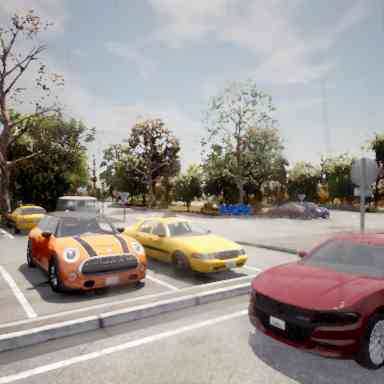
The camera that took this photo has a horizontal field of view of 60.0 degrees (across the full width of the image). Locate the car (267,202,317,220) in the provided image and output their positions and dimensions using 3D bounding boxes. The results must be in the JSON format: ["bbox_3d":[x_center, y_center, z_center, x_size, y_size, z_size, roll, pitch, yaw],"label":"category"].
[{"bbox_3d":[9.626,1.926,33.256,2.002,1.452,4.674,2,-1,-36],"label":"car"}]

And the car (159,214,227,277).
[{"bbox_3d":[-0.559,1.500,10.670,1.946,1.575,5.366,1,0,-36],"label":"car"}]

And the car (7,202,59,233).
[{"bbox_3d":[-9.667,1.484,19.691,1.946,1.575,5.366,1,0,-36],"label":"car"}]

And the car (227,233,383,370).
[{"bbox_3d":[3.180,1.507,5.923,5.008,1.535,1.882,1,0,-35],"label":"car"}]

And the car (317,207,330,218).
[{"bbox_3d":[12.179,1.838,35.142,2.185,1.767,4.553,2,-1,-35],"label":"car"}]

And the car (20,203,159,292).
[{"bbox_3d":[-3.056,1.355,9.146,2.185,1.767,4.553,1,0,-36],"label":"car"}]

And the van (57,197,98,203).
[{"bbox_3d":[-7.218,1.283,21.074,1.878,1.987,4.442,1,0,-36],"label":"van"}]
